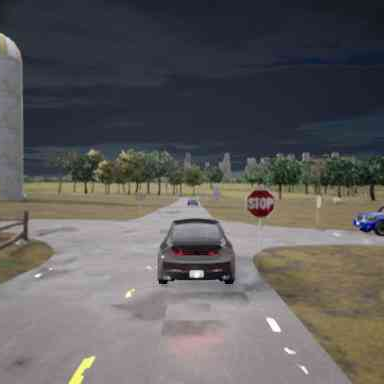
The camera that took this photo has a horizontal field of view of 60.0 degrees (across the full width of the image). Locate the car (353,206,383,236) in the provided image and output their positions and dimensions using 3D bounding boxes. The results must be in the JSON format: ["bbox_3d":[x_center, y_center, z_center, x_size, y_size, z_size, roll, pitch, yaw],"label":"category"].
[{"bbox_3d":[13.435,1.753,21.420,5.566,2.045,2.150,2,1,-1],"label":"car"}]

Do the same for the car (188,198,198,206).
[{"bbox_3d":[0.113,1.900,64.800,1.812,1.442,4.674,0,-1,0],"label":"car"}]

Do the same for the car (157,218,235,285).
[{"bbox_3d":[0.100,1.499,9.479,1.837,1.490,4.892,0,0,0],"label":"car"}]
